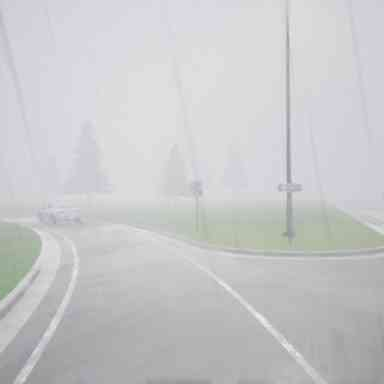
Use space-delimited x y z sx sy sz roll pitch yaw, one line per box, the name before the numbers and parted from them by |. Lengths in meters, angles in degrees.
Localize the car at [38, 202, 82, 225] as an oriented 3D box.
car | -9.377 1.465 23.539 1.812 1.442 4.674 0 0 -41
